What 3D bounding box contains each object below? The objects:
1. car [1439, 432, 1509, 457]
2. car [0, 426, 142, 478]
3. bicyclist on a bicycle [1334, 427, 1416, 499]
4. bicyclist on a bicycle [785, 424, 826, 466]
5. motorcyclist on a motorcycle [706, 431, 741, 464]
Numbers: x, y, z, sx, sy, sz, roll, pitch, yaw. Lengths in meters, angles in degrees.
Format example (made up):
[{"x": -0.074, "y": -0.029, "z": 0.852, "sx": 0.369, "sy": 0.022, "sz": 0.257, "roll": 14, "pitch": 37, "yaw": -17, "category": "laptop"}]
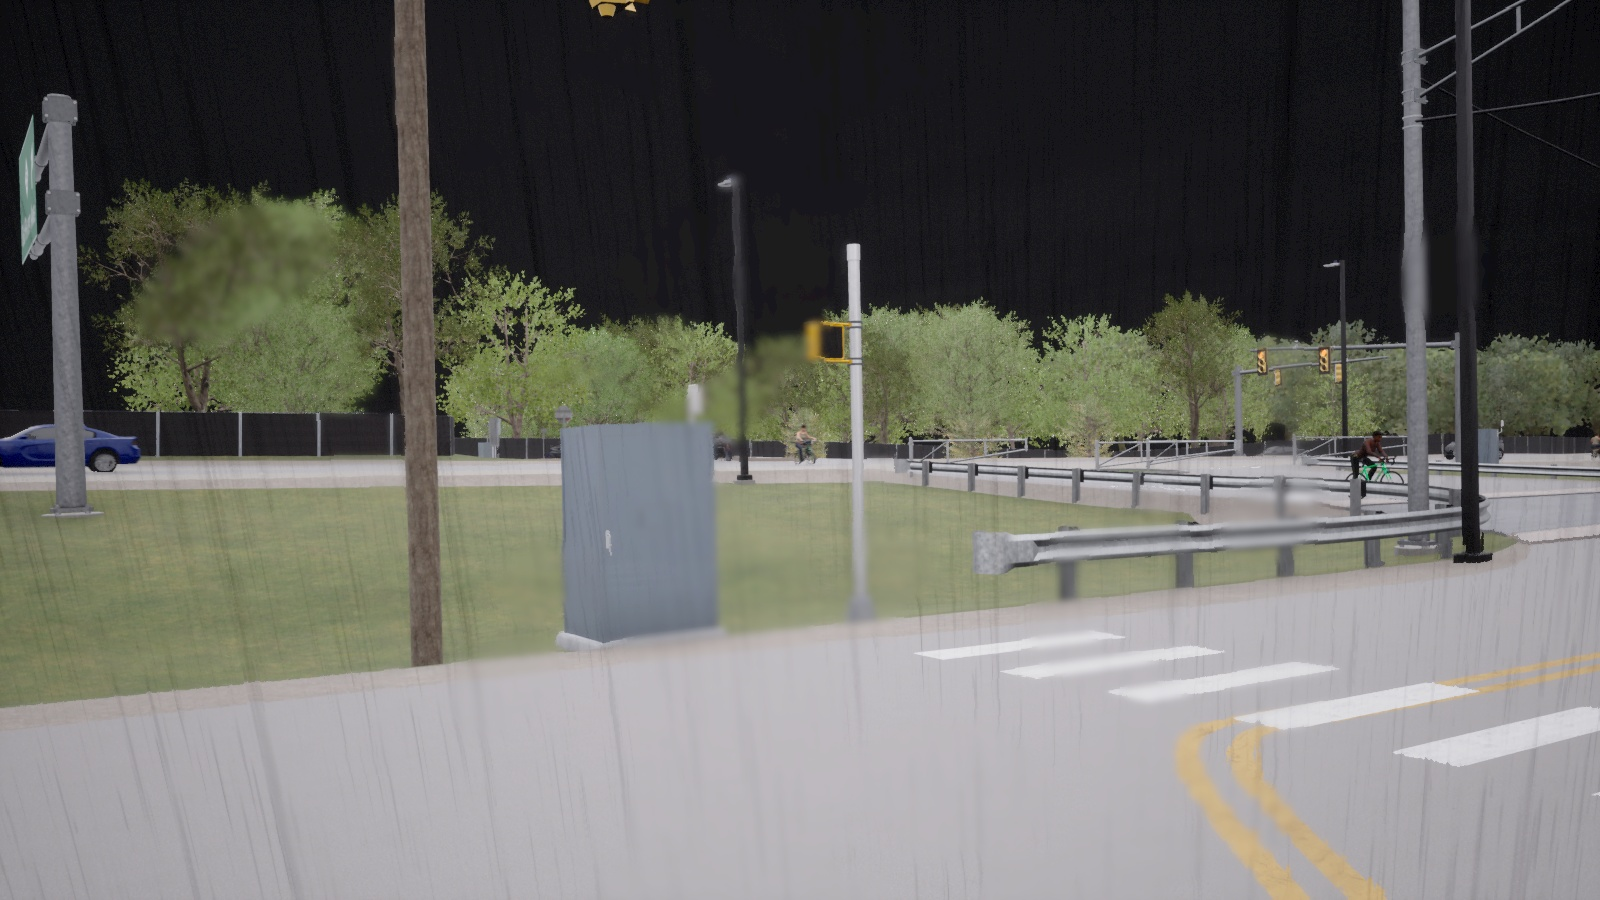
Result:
[{"x": 42.325, "y": -0.362, "z": 78.792, "sx": 4.514, "sy": 1.525, "sz": 2.007, "roll": 0, "pitch": 0, "yaw": -34, "category": "car"}, {"x": -23.114, "y": 0.045, "z": 38.512, "sx": 5.008, "sy": 1.535, "sz": 1.882, "roll": -1, "pitch": 0, "yaw": -34, "category": "car"}, {"x": 13.445, "y": 0.322, "z": 29.411, "sx": 0.582, "sy": 1.620, "sz": 1.656, "roll": -1, "pitch": -2, "yaw": -27, "category": "bicyclist on a bicycle"}, {"x": 0.203, "y": -0.198, "z": 49.156, "sx": 0.866, "sy": 1.612, "sz": 1.509, "roll": -1, "pitch": 0, "yaw": -34, "category": "bicyclist on a bicycle"}, {"x": -3.705, "y": -0.137, "z": 60.691, "sx": 0.866, "sy": 1.530, "sz": 2.191, "roll": -2, "pitch": 1, "yaw": -28, "category": "motorcyclist on a motorcycle"}]
